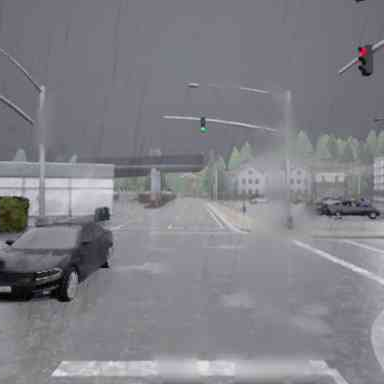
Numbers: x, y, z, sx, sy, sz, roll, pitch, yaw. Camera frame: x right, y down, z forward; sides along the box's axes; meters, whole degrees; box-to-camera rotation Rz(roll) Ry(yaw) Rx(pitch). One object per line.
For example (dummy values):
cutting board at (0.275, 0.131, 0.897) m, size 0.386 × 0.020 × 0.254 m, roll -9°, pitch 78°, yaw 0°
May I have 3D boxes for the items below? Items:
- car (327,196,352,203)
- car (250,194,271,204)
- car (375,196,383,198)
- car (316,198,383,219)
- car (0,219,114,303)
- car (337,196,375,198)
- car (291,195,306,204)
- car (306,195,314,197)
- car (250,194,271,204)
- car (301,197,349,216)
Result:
car at (31.968, 1.677, 72.273) m, size 4.514 × 1.523 × 2.007 m, roll 0°, pitch 0°, yaw 0°
car at (13.438, 1.702, 65.401) m, size 3.806 × 1.475 × 1.970 m, roll 0°, pitch 0°, yaw 0°
car at (38.996, 1.593, 68.570) m, size 3.806 × 1.475 × 1.970 m, roll 0°, pitch 0°, yaw 0°
car at (13.325, 1.487, 28.007) m, size 4.514 × 1.523 × 2.007 m, roll 0°, pitch 0°, yaw 0°
car at (-3.414, 1.524, 8.612) m, size 1.882 × 1.535 × 5.008 m, roll 0°, pitch 0°, yaw 1°
car at (21.033, 1.546, 42.945) m, size 3.633 × 1.501 × 1.845 m, roll 0°, pitch 0°, yaw 0°
car at (21.917, 1.440, 65.391) m, size 4.605 × 1.855 × 1.932 m, roll 0°, pitch 0°, yaw 0°
car at (21.134, 1.576, 52.938) m, size 4.514 × 1.523 × 2.007 m, roll 0°, pitch 0°, yaw 0°
car at (14.068, 1.436, 68.723) m, size 3.866 × 1.878 × 1.905 m, roll 0°, pitch 0°, yaw 0°
car at (13.291, 1.494, 31.144) m, size 5.027 × 1.636 × 2.152 m, roll 0°, pitch 0°, yaw 0°
